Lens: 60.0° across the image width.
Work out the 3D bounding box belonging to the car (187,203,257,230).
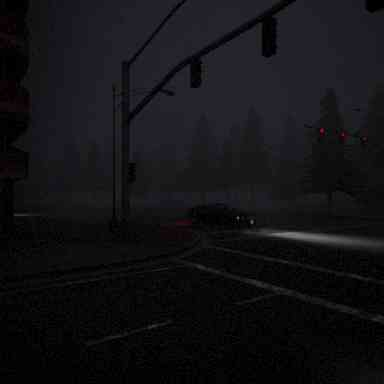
[{"bbox_3d":[1.742,1.439,20.638,2.128,1.511,4.902,0,0,-43],"label":"car"}]
